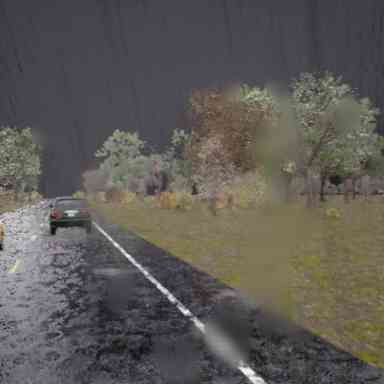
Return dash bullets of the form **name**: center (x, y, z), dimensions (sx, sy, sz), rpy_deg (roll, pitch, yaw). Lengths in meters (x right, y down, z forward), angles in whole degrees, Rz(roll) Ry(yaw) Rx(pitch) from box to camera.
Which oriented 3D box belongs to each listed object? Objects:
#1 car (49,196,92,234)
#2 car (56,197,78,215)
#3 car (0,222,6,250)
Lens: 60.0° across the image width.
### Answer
- **car**: center (-7.259, 1.274, 19.900), dimensions (2.150, 2.045, 5.566), rpy_deg (-1, 1, -21)
- **car**: center (-13.913, 1.473, 37.065), dimensions (2.097, 1.767, 4.553), rpy_deg (-1, 0, -21)
- **car**: center (-7.876, 1.566, 11.620), dimensions (1.882, 1.535, 5.008), rpy_deg (-1, 0, -21)
